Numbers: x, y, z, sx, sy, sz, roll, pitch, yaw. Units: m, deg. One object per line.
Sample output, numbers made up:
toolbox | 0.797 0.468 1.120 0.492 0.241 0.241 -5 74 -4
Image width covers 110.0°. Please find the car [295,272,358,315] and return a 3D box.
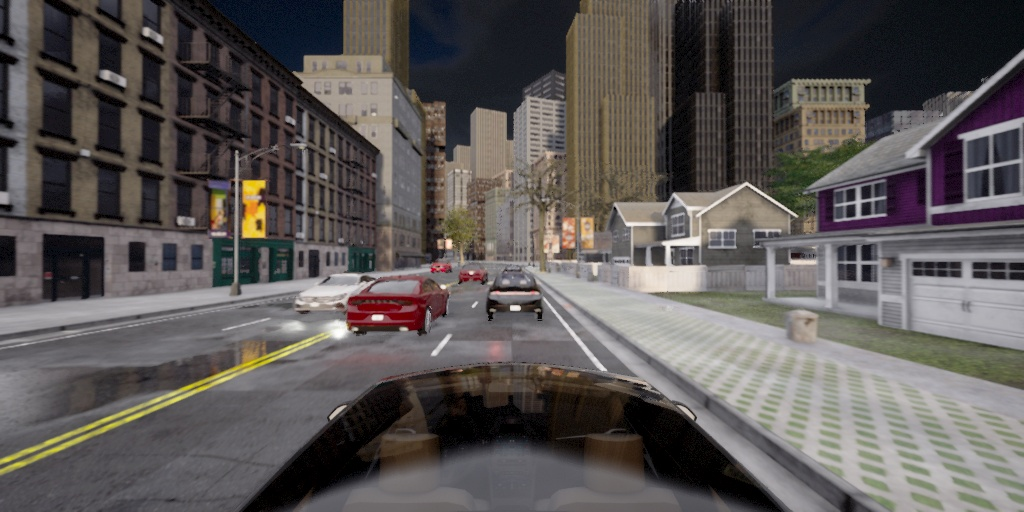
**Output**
car | -6.601 1.402 14.346 1.812 1.442 4.674 0 -1 0

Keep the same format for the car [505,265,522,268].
car | 0.096 1.526 30.471 2.128 1.511 4.902 0 0 0

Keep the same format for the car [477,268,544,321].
car | 0.097 1.356 13.069 2.128 1.511 4.902 0 -1 0

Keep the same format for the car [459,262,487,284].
car | -3.159 1.382 30.106 2.097 1.767 4.553 0 -1 0

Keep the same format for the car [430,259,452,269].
car | -9.772 1.432 50.024 2.150 2.045 5.566 0 -1 0

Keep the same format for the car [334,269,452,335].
car | -3.150 1.320 10.876 1.882 1.535 5.008 0 -1 0
